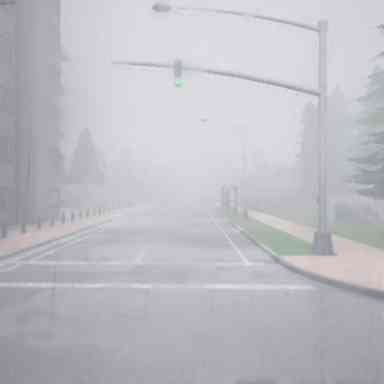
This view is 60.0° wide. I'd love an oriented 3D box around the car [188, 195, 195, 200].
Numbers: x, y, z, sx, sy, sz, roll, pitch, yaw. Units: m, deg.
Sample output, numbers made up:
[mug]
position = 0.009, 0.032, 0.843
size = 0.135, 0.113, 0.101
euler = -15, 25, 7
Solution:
[car]
position = -0.033, 1.419, 88.226
size = 1.895, 1.301, 4.718
euler = 0, 0, 0
